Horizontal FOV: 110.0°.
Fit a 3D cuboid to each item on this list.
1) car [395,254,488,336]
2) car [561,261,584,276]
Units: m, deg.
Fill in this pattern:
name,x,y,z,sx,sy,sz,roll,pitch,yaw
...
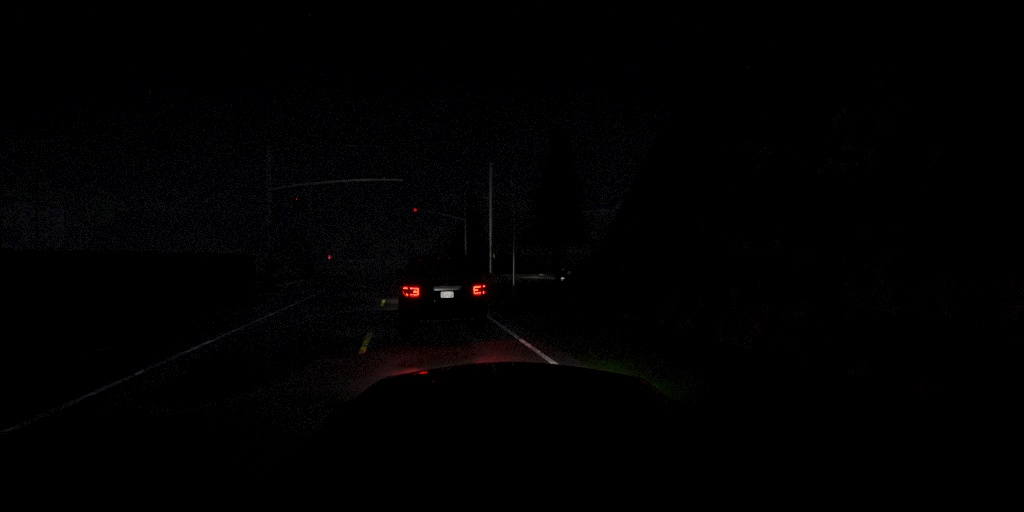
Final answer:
name,x,y,z,sx,sy,sz,roll,pitch,yaw
car,-2.230,0.971,10.718,2.150,2.045,5.566,0,0,-16
car,6.659,1.227,35.261,5.008,1.535,1.882,0,0,-19
